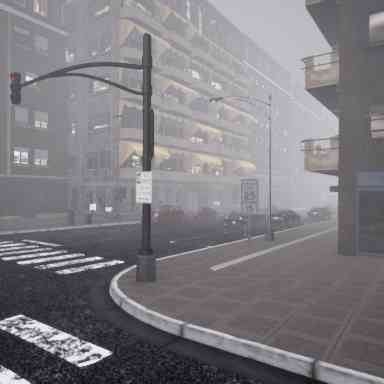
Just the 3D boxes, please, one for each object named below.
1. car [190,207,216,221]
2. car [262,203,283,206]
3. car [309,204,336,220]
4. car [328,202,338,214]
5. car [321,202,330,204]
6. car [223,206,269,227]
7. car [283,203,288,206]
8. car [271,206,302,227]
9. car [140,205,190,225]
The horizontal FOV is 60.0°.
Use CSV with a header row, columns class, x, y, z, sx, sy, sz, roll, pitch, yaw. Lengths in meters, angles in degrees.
class,x,y,z,sx,sy,sz,roll,pitch,yaw
car,0.844,2.063,32.207,1.802,1.307,4.206,-1,-1,35
car,10.556,2.326,46.188,1.887,1.381,4.507,-1,-1,35
car,14.147,2.295,36.784,1.947,1.339,4.313,-1,-2,35
car,20.719,2.458,46.245,1.752,1.417,4.829,-1,-2,35
car,19.948,2.559,49.594,1.895,1.301,4.718,0,-1,35
car,4.495,2.081,27.352,1.895,1.301,4.718,0,-1,35
car,13.697,2.403,50.709,1.752,1.417,4.829,-1,-1,35
car,7.671,2.095,27.463,1.947,1.339,4.313,-1,-2,35
car,-2.393,1.820,27.551,1.967,1.590,4.097,-1,-1,35
